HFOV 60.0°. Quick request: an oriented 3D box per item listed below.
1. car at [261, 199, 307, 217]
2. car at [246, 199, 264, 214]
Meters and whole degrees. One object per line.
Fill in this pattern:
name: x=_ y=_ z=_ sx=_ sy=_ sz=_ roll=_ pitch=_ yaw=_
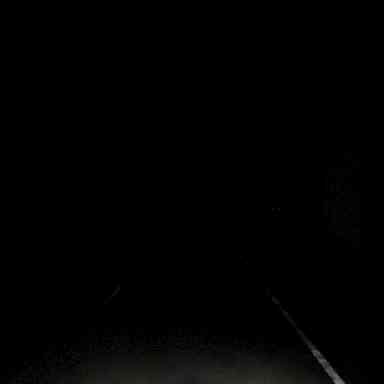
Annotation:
car: x=10.004 y=1.785 z=35.083 sx=5.357 sy=1.411 sz=2.033 roll=0 pitch=-1 yaw=-43
car: x=8.825 y=1.612 z=38.370 sx=4.553 sy=1.767 sz=2.097 roll=0 pitch=0 yaw=-42
